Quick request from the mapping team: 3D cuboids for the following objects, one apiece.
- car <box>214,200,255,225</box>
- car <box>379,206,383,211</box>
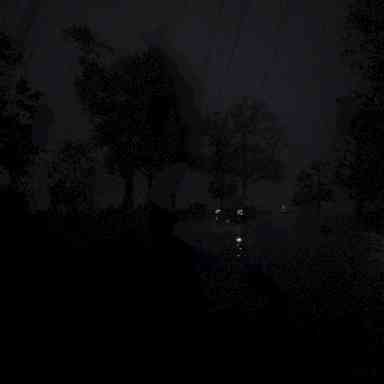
[{"bbox_3d":[3.201,1.371,24.249,2.097,1.767,4.553,0,0,22],"label":"car"},{"bbox_3d":[21.199,1.712,33.053,4.718,1.301,1.895,0,0,22],"label":"car"}]
